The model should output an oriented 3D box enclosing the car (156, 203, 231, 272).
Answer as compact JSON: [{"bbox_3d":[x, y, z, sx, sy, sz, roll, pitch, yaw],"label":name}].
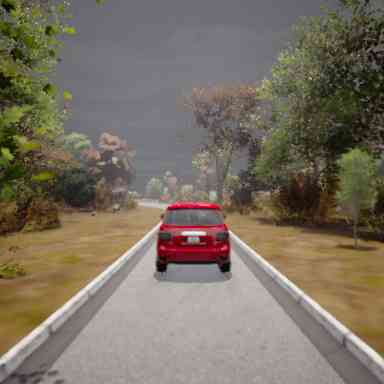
[{"bbox_3d":[0.041,1.373,11.488,2.150,2.045,5.566,0,0,0],"label":"car"}]

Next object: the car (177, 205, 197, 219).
[{"bbox_3d":[-0.556,2.047,34.718,1.895,1.301,4.718,0,-1,-3],"label":"car"}]
